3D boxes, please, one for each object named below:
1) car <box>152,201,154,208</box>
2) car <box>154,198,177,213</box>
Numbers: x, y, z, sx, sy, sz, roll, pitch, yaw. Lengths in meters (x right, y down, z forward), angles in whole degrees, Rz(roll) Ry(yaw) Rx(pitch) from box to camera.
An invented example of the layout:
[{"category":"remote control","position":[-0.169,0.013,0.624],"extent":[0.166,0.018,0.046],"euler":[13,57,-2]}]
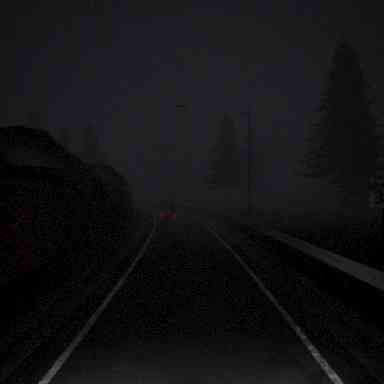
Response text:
[{"category":"car","position":[-5.092,1.777,51.025],"extent":[1.812,1.442,4.674],"euler":[0,0,-13]},{"category":"car","position":[-3.150,1.554,41.058],"extent":[2.097,1.767,4.553],"euler":[0,0,-11]}]
